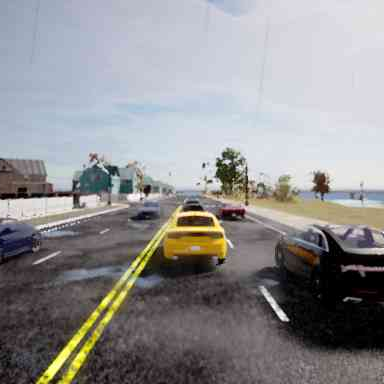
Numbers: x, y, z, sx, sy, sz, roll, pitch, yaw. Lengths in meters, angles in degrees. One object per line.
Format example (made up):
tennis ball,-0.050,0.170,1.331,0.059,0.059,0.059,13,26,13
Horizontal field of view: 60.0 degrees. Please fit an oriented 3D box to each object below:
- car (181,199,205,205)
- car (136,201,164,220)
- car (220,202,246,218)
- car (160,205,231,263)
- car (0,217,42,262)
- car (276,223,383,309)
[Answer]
car,0.100,1.422,30.041,1.837,1.490,4.892,0,0,0
car,-3.347,1.470,27.815,2.033,1.411,5.357,0,0,0
car,3.351,1.522,28.763,1.895,1.301,4.718,0,0,0
car,0.098,1.442,11.905,1.882,1.535,5.008,0,0,0
car,-6.601,1.531,10.730,1.994,1.385,4.181,0,0,0
car,3.341,1.469,7.793,2.128,1.511,4.902,0,0,0
